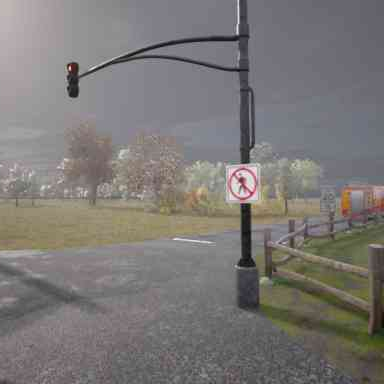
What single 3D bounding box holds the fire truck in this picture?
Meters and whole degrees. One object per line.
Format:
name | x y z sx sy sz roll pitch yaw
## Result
fire truck | 18.687 0.954 35.476 2.891 3.827 8.468 -2 -2 40
